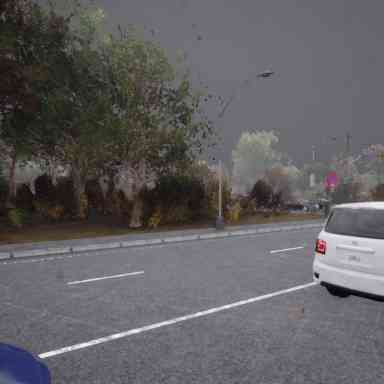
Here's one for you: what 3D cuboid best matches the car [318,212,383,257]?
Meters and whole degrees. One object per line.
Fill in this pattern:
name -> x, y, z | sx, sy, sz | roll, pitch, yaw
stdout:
car -> 7.396, 1.601, 13.582 | 4.718, 1.301, 1.895 | 0, 0, -36

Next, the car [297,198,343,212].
car -> 15.511, 1.491, 40.505 | 2.128, 1.511, 4.902 | 0, 0, -32

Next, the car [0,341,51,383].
car -> -3.122, 1.526, 1.515 | 4.674, 1.442, 1.812 | 0, 0, -36

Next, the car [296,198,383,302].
car -> 4.997, 1.221, 7.320 | 5.566, 2.045, 2.150 | 0, 0, -35

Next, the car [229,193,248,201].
car -> 7.235, 1.213, 47.049 | 2.150, 2.045, 5.566 | 0, 0, -32

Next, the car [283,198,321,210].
car -> 12.482, 1.492, 38.720 | 2.128, 1.511, 4.902 | 0, 0, -33
